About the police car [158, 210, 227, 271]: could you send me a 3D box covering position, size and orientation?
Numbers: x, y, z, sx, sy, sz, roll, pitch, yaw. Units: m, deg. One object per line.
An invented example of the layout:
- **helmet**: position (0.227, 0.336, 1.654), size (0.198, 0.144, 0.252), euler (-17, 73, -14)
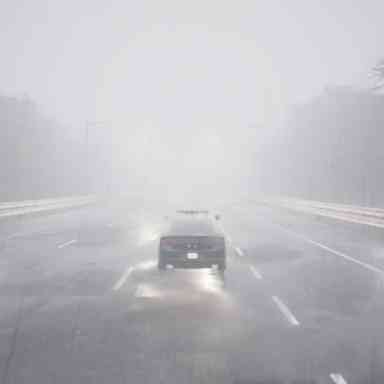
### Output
- **police car**: position (0.003, 1.408, 10.978), size (1.930, 1.638, 5.238), euler (0, 0, 0)
